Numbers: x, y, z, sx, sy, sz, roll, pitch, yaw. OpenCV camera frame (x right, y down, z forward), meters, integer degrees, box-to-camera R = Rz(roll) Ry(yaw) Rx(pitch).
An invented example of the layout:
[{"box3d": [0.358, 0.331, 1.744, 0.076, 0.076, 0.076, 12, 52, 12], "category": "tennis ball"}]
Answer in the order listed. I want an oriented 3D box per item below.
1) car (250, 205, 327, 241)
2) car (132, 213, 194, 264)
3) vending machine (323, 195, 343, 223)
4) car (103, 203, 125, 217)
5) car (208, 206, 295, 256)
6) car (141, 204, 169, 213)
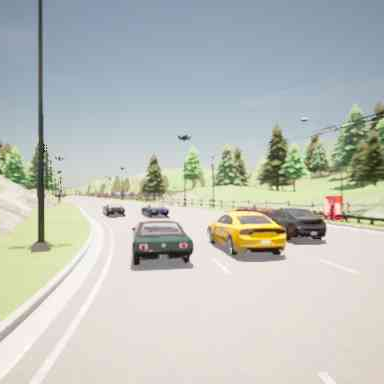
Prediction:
[{"box3d": [4.850, 1.565, 16.925, 1.837, 1.490, 4.892, 0, 0, -12], "category": "car"}, {"box3d": [-1.250, 1.678, 12.207, 1.895, 1.301, 4.718, 0, 0, -10], "category": "car"}, {"box3d": [10.646, 1.256, 25.150, 1.100, 2.100, 0.880, 0, 0, -16], "category": "vending machine"}, {"box3d": [-8.388, 1.859, 35.494, 1.895, 1.301, 4.718, 0, 0, -20], "category": "car"}, {"box3d": [2.007, 1.538, 13.475, 1.882, 1.535, 5.008, 0, 0, -11], "category": "car"}, {"box3d": [-3.749, 1.811, 32.993, 1.895, 1.301, 4.718, 0, 0, -20], "category": "car"}]
